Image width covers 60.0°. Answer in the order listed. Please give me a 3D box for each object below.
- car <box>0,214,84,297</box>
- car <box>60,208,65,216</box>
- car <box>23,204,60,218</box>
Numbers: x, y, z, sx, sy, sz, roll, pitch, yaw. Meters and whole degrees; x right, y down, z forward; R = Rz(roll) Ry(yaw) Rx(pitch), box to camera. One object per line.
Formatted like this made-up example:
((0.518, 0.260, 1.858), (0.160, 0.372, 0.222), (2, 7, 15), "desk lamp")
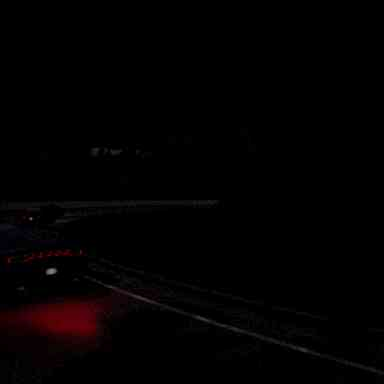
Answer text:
((-4.682, 1.613, 9.158), (1.882, 1.535, 5.008), (0, -1, -40), "car")
((-16.331, 2.075, 38.182), (1.812, 1.442, 4.674), (0, -1, 6), "car")
((-12.909, 1.935, 28.222), (1.812, 1.442, 4.674), (0, -1, -9), "car")
